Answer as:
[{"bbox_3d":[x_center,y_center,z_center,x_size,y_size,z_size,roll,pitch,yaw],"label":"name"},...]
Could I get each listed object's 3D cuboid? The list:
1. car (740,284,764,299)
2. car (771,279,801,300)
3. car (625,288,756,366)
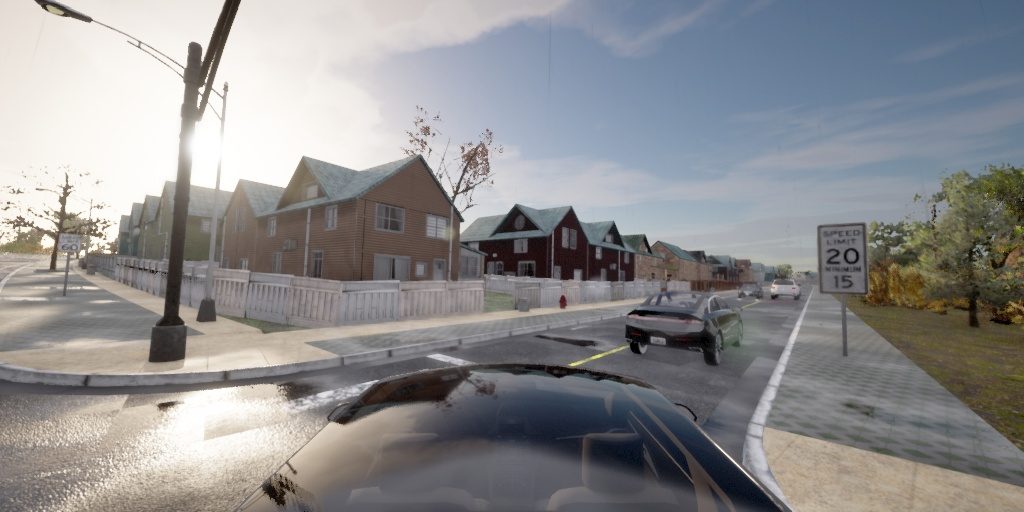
[{"bbox_3d":[25.182,3.700,37.765,2.128,1.511,4.902,-2,-4,40],"label":"car"},{"bbox_3d":[28.329,3.451,37.112,2.150,2.045,5.566,-2,-4,41],"label":"car"},{"bbox_3d":[4.554,1.656,9.179,2.128,1.511,4.902,-2,-4,40],"label":"car"}]
